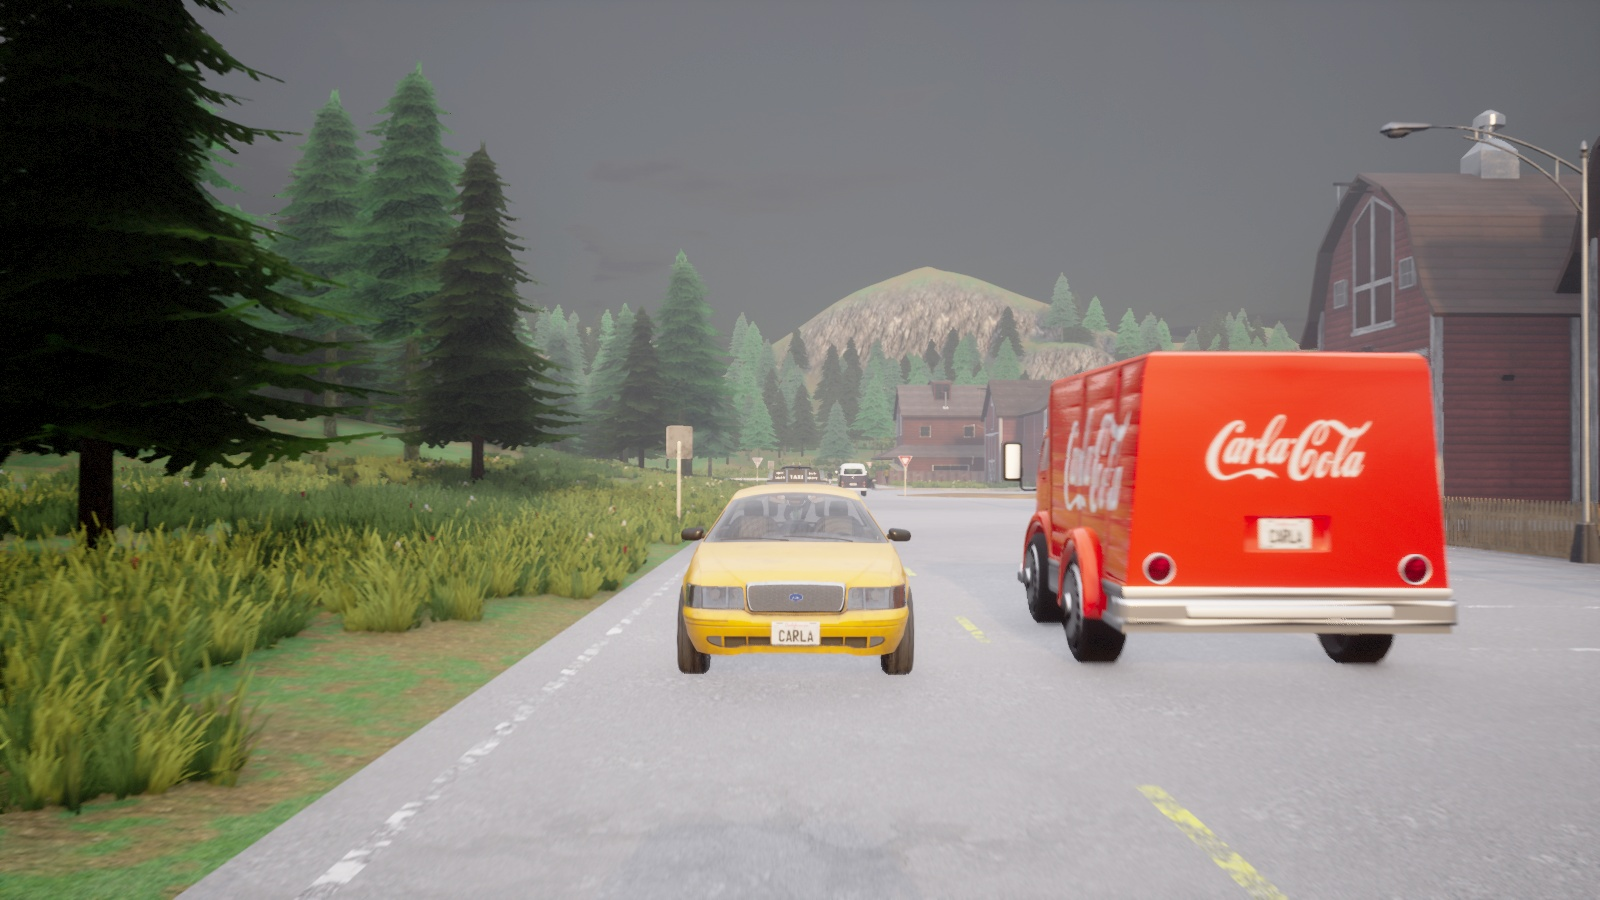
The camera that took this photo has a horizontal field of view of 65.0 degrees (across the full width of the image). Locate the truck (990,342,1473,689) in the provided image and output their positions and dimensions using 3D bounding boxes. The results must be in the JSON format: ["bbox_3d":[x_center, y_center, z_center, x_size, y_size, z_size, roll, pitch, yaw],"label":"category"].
[{"bbox_3d":[3.470,0.508,11.565,2.627,2.467,5.204,0,-1,0],"label":"truck"}]

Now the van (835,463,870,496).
[{"bbox_3d":[3.305,1.859,79.689,2.069,2.038,4.480,0,-1,0],"label":"van"}]

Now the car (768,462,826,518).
[{"bbox_3d":[-0.107,1.369,44.051,1.932,1.855,4.605,0,-1,0],"label":"car"}]

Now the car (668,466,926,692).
[{"bbox_3d":[-0.028,0.946,11.461,1.801,1.575,5.366,0,-1,0],"label":"car"}]
